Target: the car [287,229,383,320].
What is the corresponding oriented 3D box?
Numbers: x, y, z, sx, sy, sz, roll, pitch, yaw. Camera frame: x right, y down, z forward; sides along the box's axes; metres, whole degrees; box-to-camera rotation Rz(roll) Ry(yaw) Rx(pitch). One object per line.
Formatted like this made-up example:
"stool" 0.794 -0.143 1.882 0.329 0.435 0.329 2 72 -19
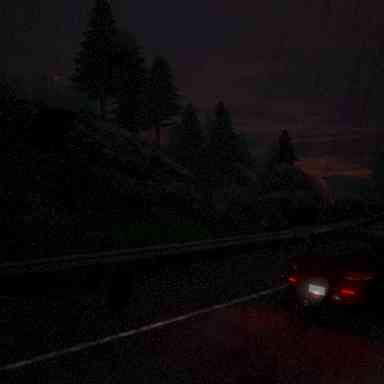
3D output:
"car" 3.918 1.542 7.316 4.674 1.442 1.812 0 0 -41
